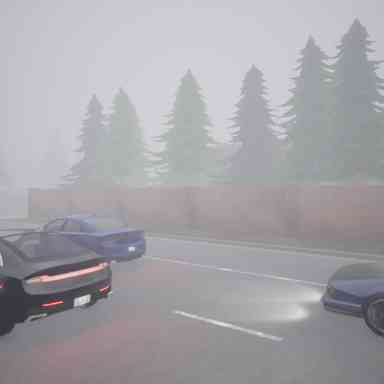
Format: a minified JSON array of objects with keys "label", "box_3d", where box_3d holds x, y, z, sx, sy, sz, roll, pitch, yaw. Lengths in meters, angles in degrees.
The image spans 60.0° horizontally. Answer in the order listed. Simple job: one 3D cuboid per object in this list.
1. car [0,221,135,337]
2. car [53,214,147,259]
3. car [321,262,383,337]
[{"label":"car","box_3d":[-3.690,1.492,6.643,4.902,1.511,2.128,0,0,36]},{"label":"car","box_3d":[-3.732,1.478,10.985,5.008,1.535,1.882,0,0,36]},{"label":"car","box_3d":[4.843,1.547,4.838,5.357,1.411,2.033,0,0,35]}]
